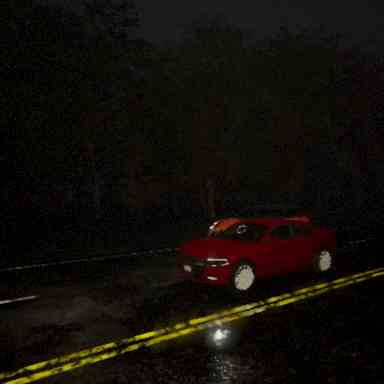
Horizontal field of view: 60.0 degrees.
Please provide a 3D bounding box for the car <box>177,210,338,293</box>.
[{"bbox_3d":[1.933,1.471,9.068,5.008,1.535,1.882,0,0,-36],"label":"car"}]

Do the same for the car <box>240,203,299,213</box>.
[{"bbox_3d":[2.856,1.342,13.724,4.553,1.767,2.097,0,0,-36],"label":"car"}]
